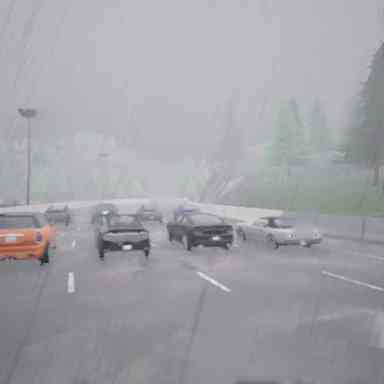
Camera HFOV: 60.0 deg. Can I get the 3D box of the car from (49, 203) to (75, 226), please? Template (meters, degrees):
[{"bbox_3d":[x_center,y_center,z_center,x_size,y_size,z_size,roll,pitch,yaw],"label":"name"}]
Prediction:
[{"bbox_3d":[-10.400,1.791,26.194,2.128,1.511,4.902,0,-1,-14],"label":"car"}]

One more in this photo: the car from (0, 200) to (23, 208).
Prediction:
[{"bbox_3d":[-33.761,2.233,61.898,2.033,1.411,5.357,0,-1,-4],"label":"car"}]

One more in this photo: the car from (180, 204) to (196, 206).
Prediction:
[{"bbox_3d":[-0.435,1.828,29.669,1.882,1.535,5.008,0,0,-13],"label":"car"}]

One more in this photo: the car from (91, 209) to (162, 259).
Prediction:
[{"bbox_3d":[-2.900,1.649,13.381,2.128,1.511,4.902,0,-1,-18],"label":"car"}]

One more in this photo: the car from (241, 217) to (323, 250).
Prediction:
[{"bbox_3d":[3.773,1.789,15.475,1.895,1.301,4.718,0,-1,-18],"label":"car"}]

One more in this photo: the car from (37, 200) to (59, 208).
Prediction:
[{"bbox_3d":[-26.755,2.211,61.967,2.128,1.511,4.902,0,-1,-3],"label":"car"}]

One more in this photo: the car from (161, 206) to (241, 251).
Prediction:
[{"bbox_3d":[0.175,1.659,15.259,1.882,1.535,5.008,0,0,-18],"label":"car"}]

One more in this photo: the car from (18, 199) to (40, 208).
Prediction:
[{"bbox_3d":[-30.263,2.175,61.926,1.882,1.535,5.008,0,-1,-3],"label":"car"}]

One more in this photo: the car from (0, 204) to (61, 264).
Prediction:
[{"bbox_3d":[-6.173,1.489,12.141,2.097,1.767,4.553,0,-1,-18],"label":"car"}]

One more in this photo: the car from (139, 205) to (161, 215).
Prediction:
[{"bbox_3d":[-3.643,1.820,28.026,2.128,1.511,4.902,0,-1,-14],"label":"car"}]

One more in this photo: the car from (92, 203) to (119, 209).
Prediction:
[{"bbox_3d":[-6.999,1.663,27.032,2.097,1.767,4.553,0,-1,-14],"label":"car"}]
